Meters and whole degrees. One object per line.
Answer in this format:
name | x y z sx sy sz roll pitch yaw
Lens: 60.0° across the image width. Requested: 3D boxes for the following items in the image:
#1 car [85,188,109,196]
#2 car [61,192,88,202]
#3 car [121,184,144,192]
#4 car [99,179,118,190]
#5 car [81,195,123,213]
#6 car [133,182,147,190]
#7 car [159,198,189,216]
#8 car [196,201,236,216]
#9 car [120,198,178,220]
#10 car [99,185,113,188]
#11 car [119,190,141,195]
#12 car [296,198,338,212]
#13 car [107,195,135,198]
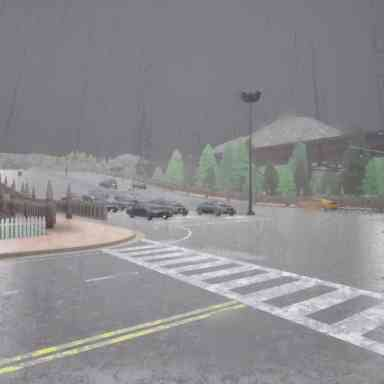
car | -14.190 0.635 47.859 2.097 1.767 4.553 0 4 -37
car | -16.050 0.904 44.504 1.837 1.490 4.892 0 4 -37
car | -11.465 -0.063 62.020 1.895 1.301 4.718 0 7 -37
car | -17.587 -1.706 70.043 2.150 2.045 5.566 0 7 -37
car | -9.858 1.451 36.298 2.033 1.411 5.357 0 2 -37
car | -11.821 -1.388 73.982 1.837 1.490 4.892 0 7 -37
car | -2.152 1.555 31.937 1.994 1.385 4.181 0 0 -37
car | 2.266 1.558 31.909 1.994 1.385 4.181 0 0 -37
car | -3.781 1.543 28.292 2.033 1.411 5.357 0 0 -37
car | -15.404 0.170 55.381 1.837 1.490 4.892 0 6 -37
car | -9.273 1.008 47.148 1.882 1.535 5.008 0 4 -37
car | 14.601 1.474 39.147 1.882 1.535 5.008 0 0 -37
car | -8.159 1.412 39.854 1.994 1.385 4.181 0 2 -37
